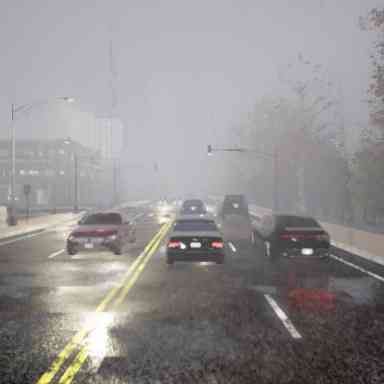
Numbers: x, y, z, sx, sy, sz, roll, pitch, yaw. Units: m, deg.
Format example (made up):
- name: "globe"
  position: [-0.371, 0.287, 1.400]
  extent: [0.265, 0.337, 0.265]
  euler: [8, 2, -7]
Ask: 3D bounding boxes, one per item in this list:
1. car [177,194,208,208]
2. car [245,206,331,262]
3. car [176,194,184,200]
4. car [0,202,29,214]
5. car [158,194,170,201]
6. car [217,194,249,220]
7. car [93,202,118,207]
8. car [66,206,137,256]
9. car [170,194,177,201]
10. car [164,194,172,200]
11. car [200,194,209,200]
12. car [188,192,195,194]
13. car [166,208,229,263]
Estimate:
- name: "car"
  position: [0.095, 1.289, 27.252]
  extent: [2.097, 1.767, 4.553]
  euler: [0, 0, 0]
- name: "car"
  position: [3.348, 1.476, 12.069]
  extent: [1.837, 1.490, 4.892]
  euler: [0, 0, 0]
- name: "car"
  position: [-3.273, 1.288, 90.384]
  extent: [2.128, 1.511, 4.902]
  euler: [0, 0, 0]
- name: "car"
  position: [-19.964, 1.735, 35.968]
  extent: [4.313, 1.339, 1.947]
  euler: [-1, 1, 0]
- name: "car"
  position: [-6.519, 1.343, 74.776]
  extent: [2.128, 1.511, 4.902]
  euler: [0, 0, 0]
- name: "car"
  position: [3.344, 1.156, 27.742]
  extent: [2.150, 2.045, 5.566]
  euler: [0, 0, 0]
- name: "car"
  position: [-6.531, 1.490, 24.991]
  extent: [2.033, 1.411, 5.357]
  euler: [0, 0, 0]
- name: "car"
  position: [-3.344, 1.495, 13.142]
  extent: [1.812, 1.442, 4.674]
  euler: [0, 0, 0]
- name: "car"
  position: [-3.269, 1.343, 74.777]
  extent: [2.128, 1.511, 4.902]
  euler: [0, 0, 0]
- name: "car"
  position: [-6.523, 1.241, 90.384]
  extent: [1.882, 1.535, 5.008]
  euler: [0, 0, 0]
- name: "car"
  position: [3.224, 1.304, 86.408]
  extent: [2.128, 1.511, 4.902]
  euler: [0, 0, 0]
- name: "car"
  position: [-0.026, 1.004, 86.437]
  extent: [2.150, 2.045, 5.566]
  euler: [0, 0, 0]
- name: "car"
  position: [0.099, 1.520, 11.769]
  extent: [2.033, 1.411, 5.357]
  euler: [0, 0, 0]
